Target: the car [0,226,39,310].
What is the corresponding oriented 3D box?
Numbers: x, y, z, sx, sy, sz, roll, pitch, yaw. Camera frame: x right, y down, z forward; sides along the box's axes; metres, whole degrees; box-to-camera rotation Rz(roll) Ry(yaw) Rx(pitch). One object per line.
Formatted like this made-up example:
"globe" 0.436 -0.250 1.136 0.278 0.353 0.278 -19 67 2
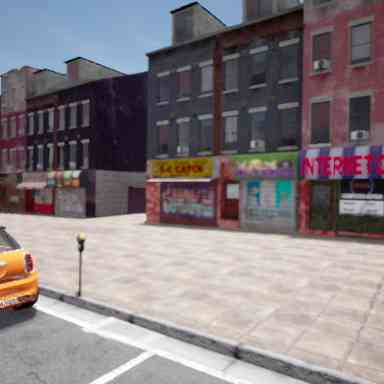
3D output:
"car" -5.074 1.341 6.569 4.553 1.767 2.097 0 0 36
